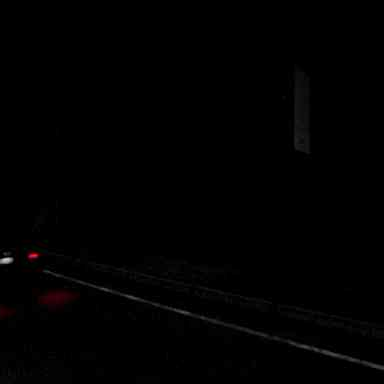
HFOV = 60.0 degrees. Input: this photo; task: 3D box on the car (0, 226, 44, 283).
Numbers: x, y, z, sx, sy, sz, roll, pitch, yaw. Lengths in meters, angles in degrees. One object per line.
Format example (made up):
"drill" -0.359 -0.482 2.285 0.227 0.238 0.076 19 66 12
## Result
"car" -5.951 1.539 8.825 5.357 1.411 2.033 0 0 40
